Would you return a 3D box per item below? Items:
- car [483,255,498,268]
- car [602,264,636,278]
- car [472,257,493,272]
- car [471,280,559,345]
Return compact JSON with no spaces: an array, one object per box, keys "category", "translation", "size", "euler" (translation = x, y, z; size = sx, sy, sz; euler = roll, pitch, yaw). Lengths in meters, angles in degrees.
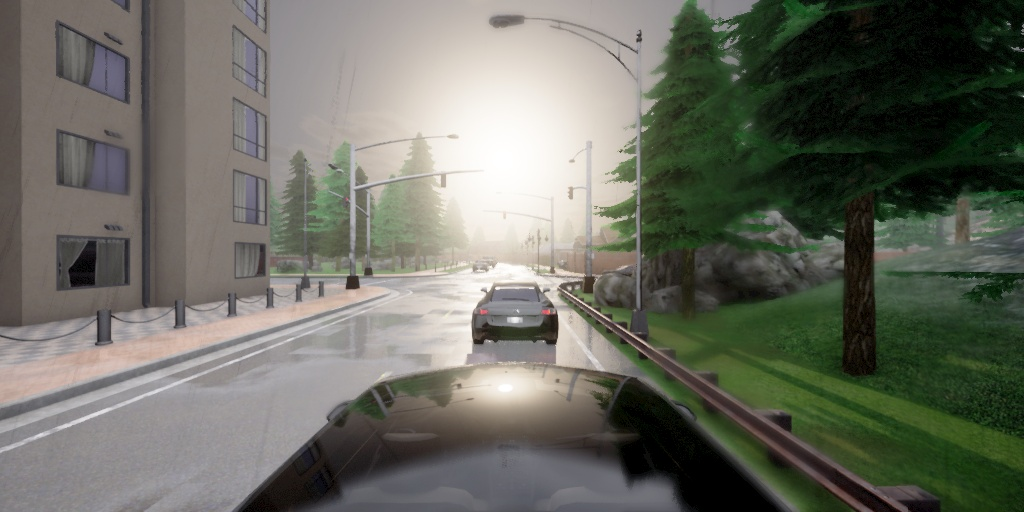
[{"category":"car","translation":[-3.992,0.934,59.302],"size":[2.150,2.045,5.566],"euler":[0,0,0]},{"category":"car","translation":[8.914,1.279,24.787],"size":[5.357,1.411,2.033],"euler":[0,0,-5]},{"category":"car","translation":[-3.934,1.208,45.624],"size":[2.128,1.511,4.902],"euler":[0,0,0]},{"category":"car","translation":[0.083,1.313,9.536],"size":[1.994,1.385,4.181],"euler":[0,0,1]}]
